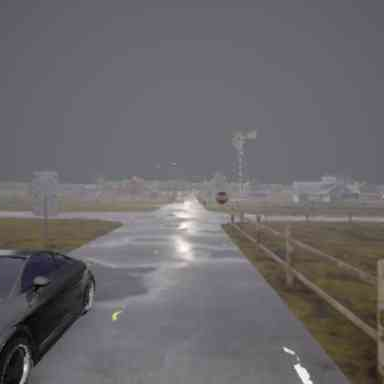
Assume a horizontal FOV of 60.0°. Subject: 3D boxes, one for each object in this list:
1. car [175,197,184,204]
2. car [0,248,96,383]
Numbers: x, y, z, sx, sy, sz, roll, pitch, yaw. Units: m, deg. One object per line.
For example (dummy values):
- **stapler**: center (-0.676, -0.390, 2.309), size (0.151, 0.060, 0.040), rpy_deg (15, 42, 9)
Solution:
- **car**: center (-2.744, 1.777, 71.783), size (1.812, 1.442, 4.674), rpy_deg (0, 0, 0)
- **car**: center (-2.842, 1.564, 4.766), size (1.994, 1.385, 4.181), rpy_deg (0, 0, 0)
